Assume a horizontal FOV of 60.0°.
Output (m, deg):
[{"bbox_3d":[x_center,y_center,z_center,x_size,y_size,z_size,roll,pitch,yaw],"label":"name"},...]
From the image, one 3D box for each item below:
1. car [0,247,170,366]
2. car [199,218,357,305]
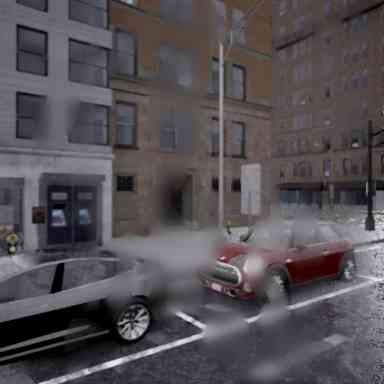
[{"bbox_3d":[-2.362,1.566,4.847,4.313,1.339,1.947,0,0,-36],"label":"car"},{"bbox_3d":[2.135,1.444,8.056,4.097,1.590,1.967,0,0,-36],"label":"car"}]
